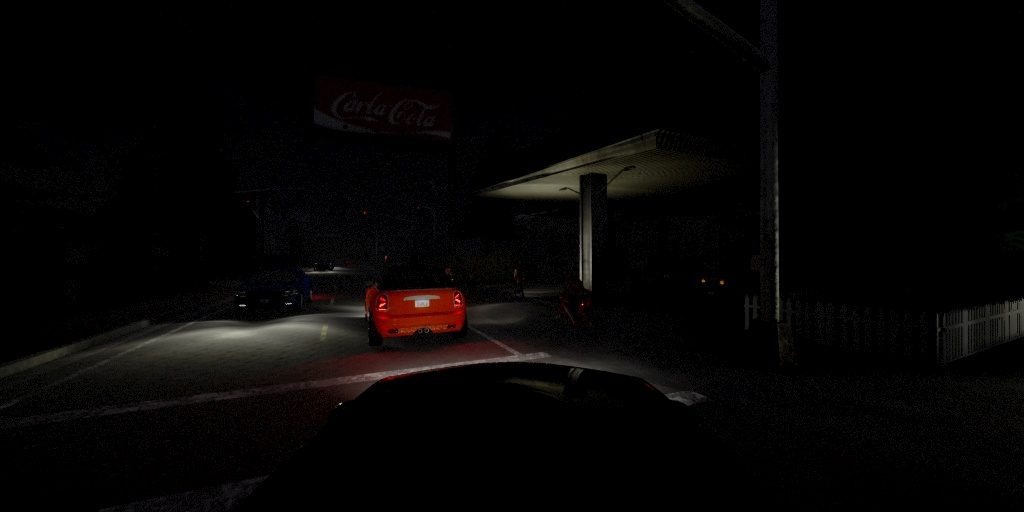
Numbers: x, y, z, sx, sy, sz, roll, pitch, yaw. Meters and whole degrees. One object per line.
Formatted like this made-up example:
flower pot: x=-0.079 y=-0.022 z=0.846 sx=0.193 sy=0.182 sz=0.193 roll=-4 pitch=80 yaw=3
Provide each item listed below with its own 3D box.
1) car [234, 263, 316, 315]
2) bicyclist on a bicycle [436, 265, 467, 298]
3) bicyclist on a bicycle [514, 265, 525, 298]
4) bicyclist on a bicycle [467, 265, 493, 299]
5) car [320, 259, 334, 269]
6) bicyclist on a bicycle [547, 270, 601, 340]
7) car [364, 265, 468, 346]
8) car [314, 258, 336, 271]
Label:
car: x=-8.797 y=1.171 z=13.542 sx=1.882 sy=1.535 sz=5.008 roll=1 pitch=-1 yaw=-24
bicyclist on a bicycle: x=-3.014 y=1.253 z=16.470 sx=1.656 sy=1.620 sz=0.582 roll=1 pitch=0 yaw=36
bicyclist on a bicycle: x=0.364 y=1.283 z=18.051 sx=0.582 sy=1.620 sz=1.656 roll=0 pitch=0 yaw=15
bicyclist on a bicycle: x=-1.741 y=1.282 z=17.884 sx=1.656 sy=1.620 sz=0.582 roll=1 pitch=0 yaw=-23
car: x=-28.589 y=1.200 z=55.559 sx=1.837 sy=1.490 sz=4.892 roll=0 pitch=0 yaw=-25
bicyclist on a bicycle: x=1.504 y=1.185 z=8.866 sx=0.582 sy=1.620 sz=1.656 roll=3 pitch=-2 yaw=-44
car: x=-2.722 y=1.013 z=9.456 sx=2.097 sy=1.767 sz=4.553 roll=0 pitch=0 yaw=-23
car: x=-24.451 y=1.044 z=46.596 sx=2.097 sy=1.767 sz=4.553 roll=0 pitch=0 yaw=-25
